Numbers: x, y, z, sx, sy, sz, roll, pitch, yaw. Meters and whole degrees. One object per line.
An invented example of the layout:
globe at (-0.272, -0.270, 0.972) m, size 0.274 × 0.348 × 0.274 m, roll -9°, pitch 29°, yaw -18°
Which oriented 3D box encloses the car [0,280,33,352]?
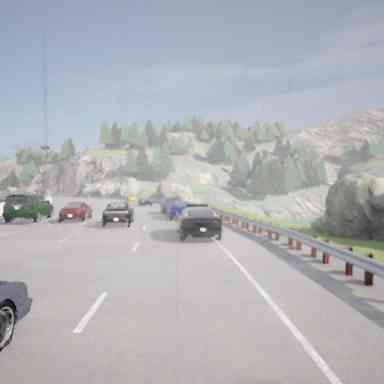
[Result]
car at (-3.497, 1.543, 3.013) m, size 2.033 × 1.411 × 5.357 m, roll 0°, pitch 0°, yaw -1°

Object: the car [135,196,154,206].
car at (-7.357, 1.529, 52.451) m, size 1.895 × 1.301 × 4.718 m, roll 0°, pitch 0°, yaw -16°

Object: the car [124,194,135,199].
car at (-12.807, 1.199, 69.061) m, size 1.882 × 1.535 × 5.008 m, roll 0°, pitch 0°, yaw -23°

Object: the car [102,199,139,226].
car at (-4.995, 1.460, 22.888) m, size 2.128 × 1.511 × 4.902 m, roll 0°, pitch 0°, yaw -7°

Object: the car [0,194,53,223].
car at (-12.386, 1.187, 25.499) m, size 2.150 × 2.045 × 5.566 m, roll 0°, pitch 0°, yaw -8°

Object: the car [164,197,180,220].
car at (-1.028, 1.440, 27.481) m, size 1.882 × 1.535 × 5.008 m, roll 0°, pitch 0°, yaw -8°

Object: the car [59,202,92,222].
car at (-8.913, 1.491, 25.672) m, size 1.812 × 1.442 × 4.674 m, roll 0°, pitch 0°, yaw -8°

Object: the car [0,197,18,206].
car at (-30.537, 1.490, 55.468) m, size 1.994 × 1.385 × 4.181 m, roll 0°, pitch 0°, yaw -18°

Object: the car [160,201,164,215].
car at (-2.087, 1.305, 33.925) m, size 2.097 × 1.767 × 4.553 m, roll 0°, pitch 0°, yaw -10°

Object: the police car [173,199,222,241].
police car at (0.252, 1.402, 16.734) m, size 1.930 × 1.638 × 5.238 m, roll 0°, pitch 0°, yaw -5°
